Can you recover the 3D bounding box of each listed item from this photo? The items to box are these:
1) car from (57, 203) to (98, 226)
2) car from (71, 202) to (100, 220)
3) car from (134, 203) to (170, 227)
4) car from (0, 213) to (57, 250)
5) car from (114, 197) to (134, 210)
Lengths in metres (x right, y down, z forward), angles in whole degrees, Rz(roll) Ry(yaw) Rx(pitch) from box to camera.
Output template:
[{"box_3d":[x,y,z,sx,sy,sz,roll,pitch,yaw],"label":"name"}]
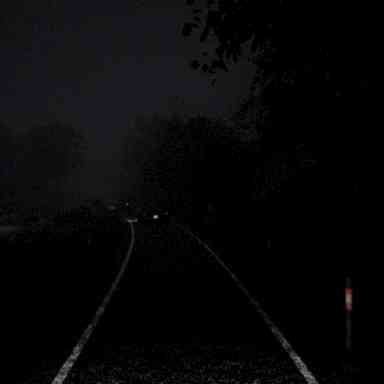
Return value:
[{"box_3d":[-9.276,1.714,26.317,2.097,1.535,5.008,-1,0,-5],"label":"car"},{"box_3d":[-10.273,1.774,32.379,2.002,1.452,4.674,1,0,-10],"label":"car"},{"box_3d":[-2.712,1.524,22.910,1.994,1.385,4.181,-1,0,-12],"label":"car"},{"box_3d":[-8.420,1.773,15.817,2.002,1.452,4.674,0,0,-2],"label":"car"},{"box_3d":[-8.269,1.355,40.675,1.994,1.385,4.181,-1,2,-22],"label":"car"}]
